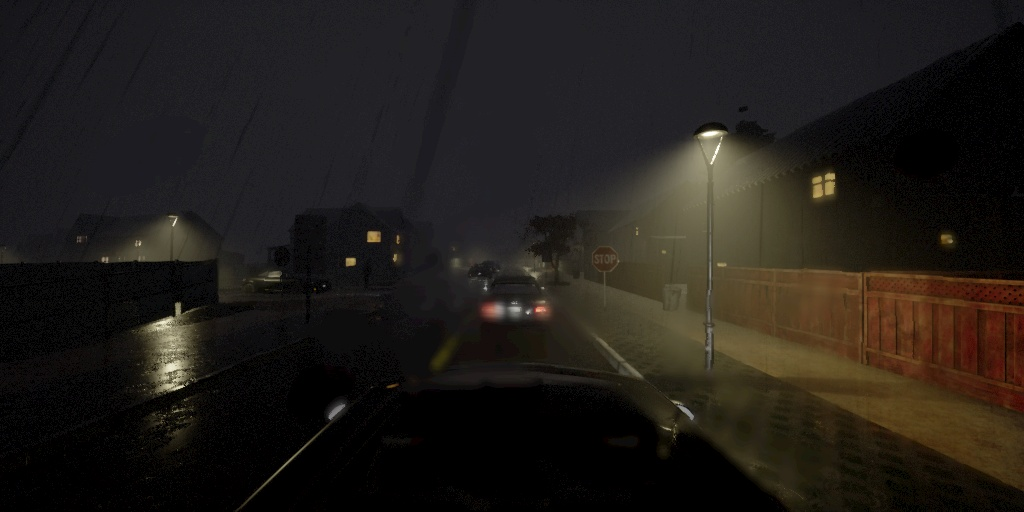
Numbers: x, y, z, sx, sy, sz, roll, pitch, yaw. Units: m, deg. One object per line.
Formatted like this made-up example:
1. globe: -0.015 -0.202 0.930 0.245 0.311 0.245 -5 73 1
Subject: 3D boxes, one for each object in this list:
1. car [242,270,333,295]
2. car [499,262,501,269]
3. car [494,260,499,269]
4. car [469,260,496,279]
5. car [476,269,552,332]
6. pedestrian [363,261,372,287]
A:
1. car: -11.858 1.420 19.047 4.181 1.385 1.994 -1 -3 5
2. car: -2.846 1.392 57.242 1.882 1.535 5.008 0 0 0
3. car: -2.854 1.350 43.256 1.837 1.490 4.892 0 0 0
4. car: -2.863 1.377 33.566 1.994 1.385 4.181 0 0 -1
5. car: 0.097 1.304 10.810 2.033 1.411 5.357 0 0 0
6. pedestrian: -9.917 1.213 24.475 0.375 1.860 0.375 0 -2 5
